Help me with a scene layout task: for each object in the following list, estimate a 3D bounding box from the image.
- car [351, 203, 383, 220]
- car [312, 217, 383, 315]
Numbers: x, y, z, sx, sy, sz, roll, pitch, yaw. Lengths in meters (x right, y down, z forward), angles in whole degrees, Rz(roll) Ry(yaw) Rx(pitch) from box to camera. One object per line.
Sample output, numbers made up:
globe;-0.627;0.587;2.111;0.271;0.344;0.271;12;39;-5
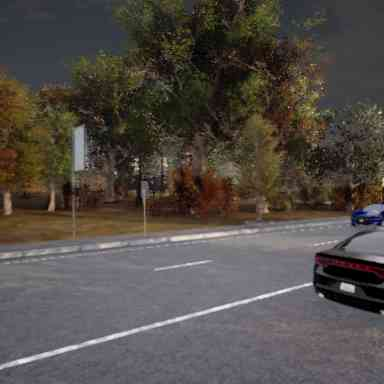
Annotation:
car;12.104;1.428;21.237;5.008;1.535;1.882;0;0;-36
car;4.647;1.460;7.067;5.008;1.535;1.882;0;0;-36
